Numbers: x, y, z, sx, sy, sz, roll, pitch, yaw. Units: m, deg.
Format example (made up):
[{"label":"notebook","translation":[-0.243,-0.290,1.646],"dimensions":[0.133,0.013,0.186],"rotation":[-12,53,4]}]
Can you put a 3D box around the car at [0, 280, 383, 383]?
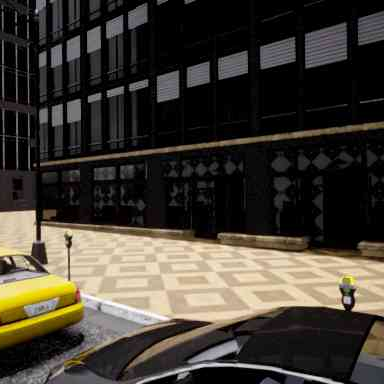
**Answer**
[{"label":"car","translation":[0.725,1.566,2.329],"dimensions":[4.313,1.339,1.947],"rotation":[0,-1,35]}]

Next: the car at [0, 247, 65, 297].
[{"label":"car","translation":[-3.911,1.527,5.840],"dimensions":[4.829,1.417,1.752],"rotation":[0,-1,35]}]
